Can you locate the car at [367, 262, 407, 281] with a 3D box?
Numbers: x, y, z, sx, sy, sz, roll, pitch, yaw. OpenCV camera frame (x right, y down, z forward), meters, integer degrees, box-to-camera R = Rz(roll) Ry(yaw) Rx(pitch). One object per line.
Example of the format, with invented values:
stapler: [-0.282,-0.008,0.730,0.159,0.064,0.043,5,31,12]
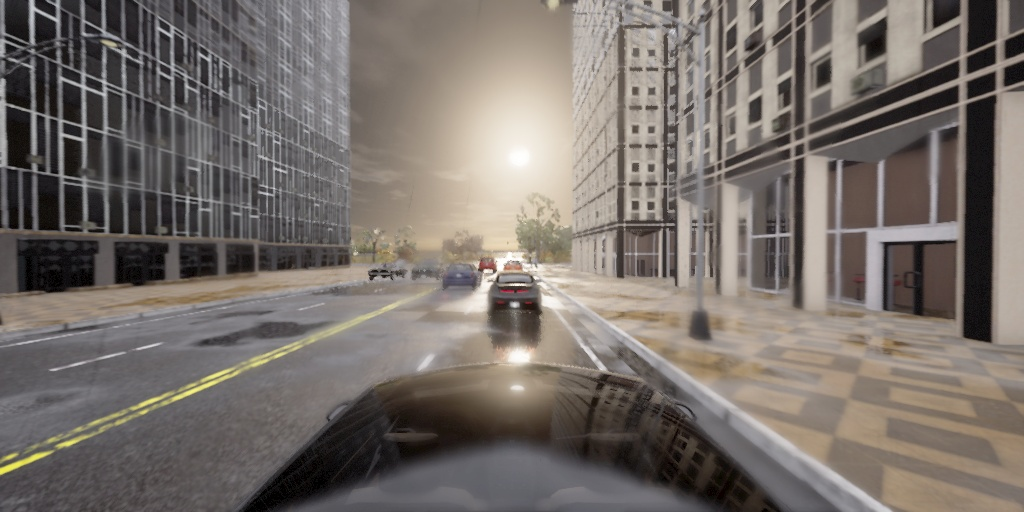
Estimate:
car: [-9.743,1.180,28.505,1.895,1.301,4.718,0,0,0]

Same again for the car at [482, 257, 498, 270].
car: [-3.139,1.159,47.454,2.150,2.045,5.566,0,0,0]

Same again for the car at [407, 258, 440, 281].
car: [-6.493,0.940,28.565,2.097,1.767,4.553,0,0,0]

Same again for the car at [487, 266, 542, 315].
car: [0.105,1.309,13.776,1.837,1.490,4.892,0,0,0]

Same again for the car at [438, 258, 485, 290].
car: [-3.144,1.196,23.368,2.097,1.767,4.553,0,0,0]

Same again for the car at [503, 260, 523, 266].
car: [0.110,1.263,39.681,2.097,1.767,4.553,0,0,0]
